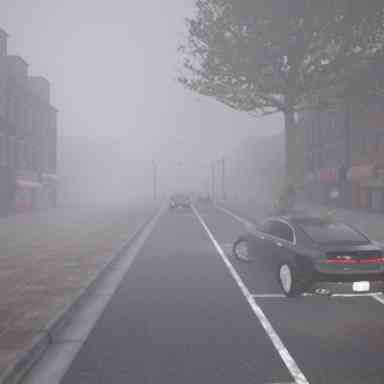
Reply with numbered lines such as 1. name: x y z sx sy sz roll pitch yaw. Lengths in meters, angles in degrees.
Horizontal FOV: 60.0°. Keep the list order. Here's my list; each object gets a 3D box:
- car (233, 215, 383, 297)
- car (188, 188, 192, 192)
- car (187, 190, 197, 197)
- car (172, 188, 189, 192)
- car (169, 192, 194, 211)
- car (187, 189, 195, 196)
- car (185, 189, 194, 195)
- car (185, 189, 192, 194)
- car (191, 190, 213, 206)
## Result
1. car: 2.555 1.315 8.138 1.837 1.490 4.892 0 2 -9
2. car: 0.178 0.288 64.272 1.947 1.339 4.313 1 1 -2
3. car: -0.033 0.205 69.704 1.947 1.339 4.313 1 1 -2
4. car: -1.937 0.556 44.505 1.837 1.490 4.892 0 2 -7
5. car: -1.076 0.951 30.108 1.895 1.301 4.718 0 1 -2
6. car: -0.250 0.083 75.305 1.752 1.417 4.829 1 1 -2
7. car: -0.668 -0.016 86.003 1.947 1.339 4.313 1 1 -2
8. car: -0.884 -0.125 91.605 1.752 1.417 4.829 1 1 -2
9. car: 1.223 0.639 37.547 1.967 1.590 4.097 2 1 -2
